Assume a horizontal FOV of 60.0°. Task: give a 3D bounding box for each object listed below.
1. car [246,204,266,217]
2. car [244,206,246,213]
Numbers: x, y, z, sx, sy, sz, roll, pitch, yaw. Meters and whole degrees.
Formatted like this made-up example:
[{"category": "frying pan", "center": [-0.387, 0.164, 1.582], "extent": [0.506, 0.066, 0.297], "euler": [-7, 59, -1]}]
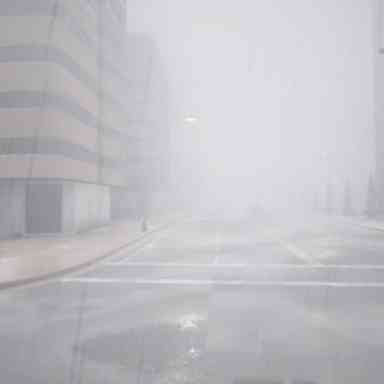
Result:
[{"category": "car", "center": [9.091, 2.613, 46.235], "extent": [2.128, 1.511, 4.902], "euler": [-1, -1, 6]}, {"category": "car", "center": [9.922, 2.850, 56.567], "extent": [1.882, 1.535, 5.008], "euler": [-1, -1, 5]}]
